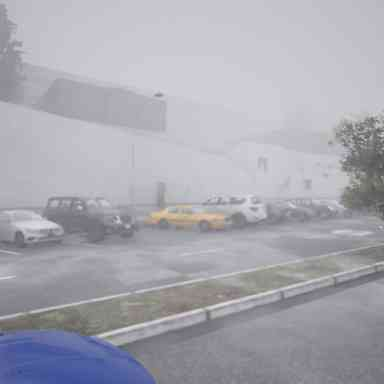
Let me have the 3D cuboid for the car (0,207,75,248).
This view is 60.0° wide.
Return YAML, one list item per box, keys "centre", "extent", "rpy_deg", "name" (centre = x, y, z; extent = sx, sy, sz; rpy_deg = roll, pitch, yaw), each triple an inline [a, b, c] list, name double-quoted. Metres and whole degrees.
- centre: [-7.628, 1.534, 14.815]
  extent: [4.674, 1.452, 2.002]
  rpy_deg: [-1, -1, 35]
  name: "car"

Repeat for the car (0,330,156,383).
- centre: [-2.454, 1.476, 1.382]
  extent: [5.008, 1.535, 1.882]
  rpy_deg: [0, 0, -35]
  name: "car"

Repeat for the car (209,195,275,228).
- centre: [2.135, 1.208, 21.791]
  extent: [5.566, 2.045, 2.435]
  rpy_deg: [-1, 0, 35]
  name: "car"

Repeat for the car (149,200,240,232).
- centre: [-0.132, 1.470, 19.932]
  extent: [5.366, 1.575, 1.946]
  rpy_deg: [-1, -1, 35]
  name: "car"

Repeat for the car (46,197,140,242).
- centre: [-5.152, 1.244, 16.543]
  extent: [5.566, 2.045, 2.435]
  rpy_deg: [-1, -1, 35]
  name: "car"

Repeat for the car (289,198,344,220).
- centre: [9.477, 1.255, 27.020]
  extent: [4.553, 1.767, 2.185]
  rpy_deg: [-1, -1, 35]
  name: "car"

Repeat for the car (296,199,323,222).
- centre: [7.060, 1.455, 25.264]
  extent: [4.674, 1.452, 2.002]
  rpy_deg: [-1, -1, 35]
  name: "car"

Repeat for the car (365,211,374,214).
- centre: [14.398, 1.308, 30.473]
  extent: [5.008, 1.535, 2.097]
  rpy_deg: [-1, 0, 35]
  name: "car"

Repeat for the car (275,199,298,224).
- centre: [4.582, 1.467, 23.529]
  extent: [4.792, 1.488, 2.163]
  rpy_deg: [-1, 0, 35]
  name: "car"

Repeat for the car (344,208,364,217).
- centre: [11.949, 1.386, 28.742]
  extent: [4.674, 1.452, 2.002]
  rpy_deg: [-1, -1, 35]
  name: "car"
